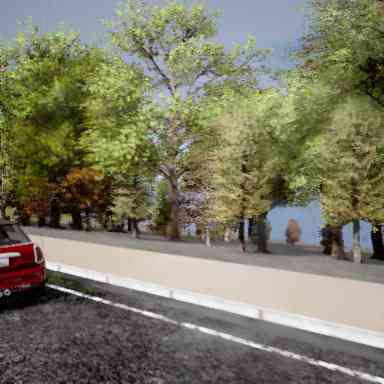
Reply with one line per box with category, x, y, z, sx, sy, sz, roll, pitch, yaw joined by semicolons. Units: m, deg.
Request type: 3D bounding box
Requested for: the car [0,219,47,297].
car;-5.330;1.355;7.485;4.553;1.767;2.097;0;0;35
